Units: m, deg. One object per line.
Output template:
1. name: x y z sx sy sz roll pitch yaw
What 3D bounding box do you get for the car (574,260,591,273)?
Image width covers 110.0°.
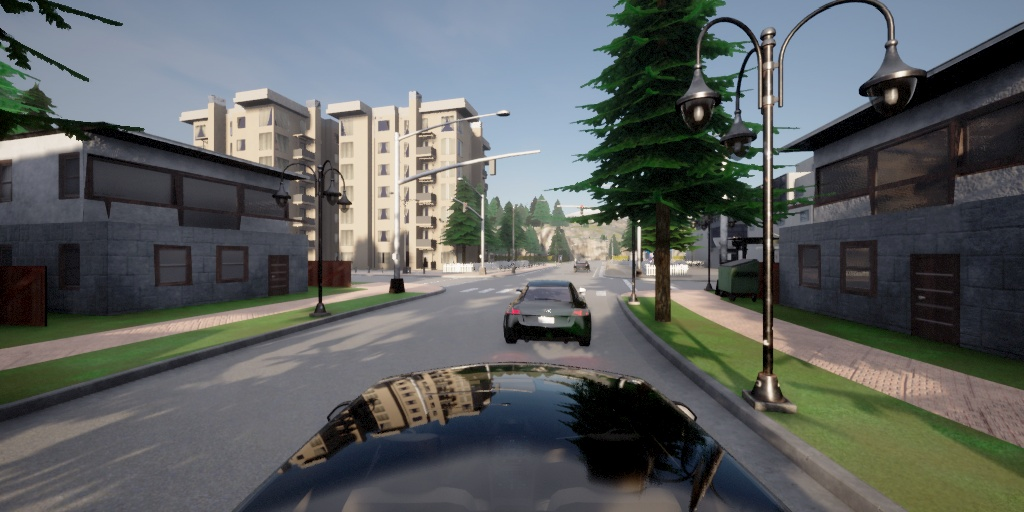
1. car: 8.802 1.276 45.010 2.128 1.511 4.902 0 0 14

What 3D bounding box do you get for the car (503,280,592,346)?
1. car: 1.011 1.314 9.488 1.994 1.385 4.181 0 0 9
